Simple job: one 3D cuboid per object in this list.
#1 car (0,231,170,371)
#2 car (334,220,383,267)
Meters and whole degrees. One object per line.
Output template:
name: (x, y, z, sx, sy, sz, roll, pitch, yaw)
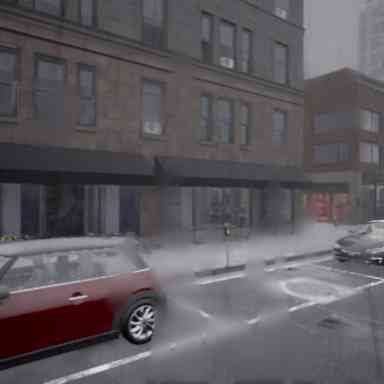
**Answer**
car: (-2.434, 1.451, 4.792, 4.097, 1.590, 1.967, 1, 0, -36)
car: (6.550, 1.645, 11.226, 4.403, 1.369, 2.008, 1, 0, -36)
